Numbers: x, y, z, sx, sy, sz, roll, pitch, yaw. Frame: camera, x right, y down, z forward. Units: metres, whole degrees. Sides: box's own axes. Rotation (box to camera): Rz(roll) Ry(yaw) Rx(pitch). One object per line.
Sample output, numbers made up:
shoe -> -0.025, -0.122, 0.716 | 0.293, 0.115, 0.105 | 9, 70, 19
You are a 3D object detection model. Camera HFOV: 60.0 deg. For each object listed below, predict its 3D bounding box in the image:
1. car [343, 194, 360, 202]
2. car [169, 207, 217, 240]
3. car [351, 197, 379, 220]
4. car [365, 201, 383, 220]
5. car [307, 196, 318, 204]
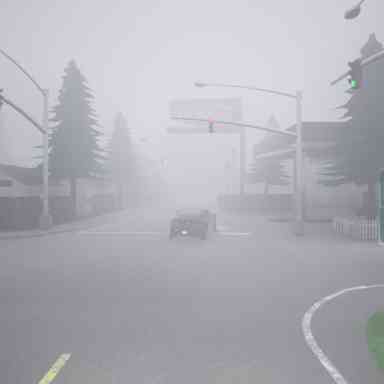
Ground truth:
car -> 35.185, 1.489, 71.662 | 2.007, 1.523, 4.514 | 0, 0, 0
car -> 0.135, 1.565, 17.748 | 1.837, 1.490, 4.892 | 3, 2, 12
car -> 14.464, 1.505, 24.884 | 3.866, 1.878, 1.905 | 0, 0, 0
car -> 18.813, 1.672, 30.537 | 4.611, 1.667, 2.242 | 0, 0, 0
car -> 22.751, 1.552, 63.919 | 1.970, 1.475, 3.806 | 0, 0, 0
